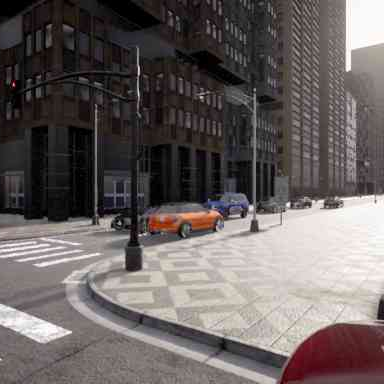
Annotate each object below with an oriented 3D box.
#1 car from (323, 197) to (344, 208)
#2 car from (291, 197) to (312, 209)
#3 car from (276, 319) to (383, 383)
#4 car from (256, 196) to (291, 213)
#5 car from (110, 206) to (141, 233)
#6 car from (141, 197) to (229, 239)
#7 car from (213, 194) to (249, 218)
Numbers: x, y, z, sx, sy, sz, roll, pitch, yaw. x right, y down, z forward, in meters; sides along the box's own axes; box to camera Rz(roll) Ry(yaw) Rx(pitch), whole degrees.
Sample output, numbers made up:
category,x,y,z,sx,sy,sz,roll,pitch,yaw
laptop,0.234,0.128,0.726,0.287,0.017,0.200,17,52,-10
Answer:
category,x,y,z,sx,sy,sz,roll,pitch,yaw
car,19.272,1.383,45.169,2.128,1.511,4.902,0,0,35
car,14.352,1.386,43.676,2.128,1.511,4.902,0,0,35
car,2.680,1.315,1.049,5.009,1.841,2.192,0,0,35
car,8.370,1.270,35.269,2.097,1.767,4.553,0,0,35
car,-2.749,1.525,19.546,1.994,1.385,4.181,0,0,35
car,-0.196,1.319,17.604,2.097,1.767,4.553,0,0,35
car,2.735,1.161,27.312,2.150,2.045,5.566,0,0,35
